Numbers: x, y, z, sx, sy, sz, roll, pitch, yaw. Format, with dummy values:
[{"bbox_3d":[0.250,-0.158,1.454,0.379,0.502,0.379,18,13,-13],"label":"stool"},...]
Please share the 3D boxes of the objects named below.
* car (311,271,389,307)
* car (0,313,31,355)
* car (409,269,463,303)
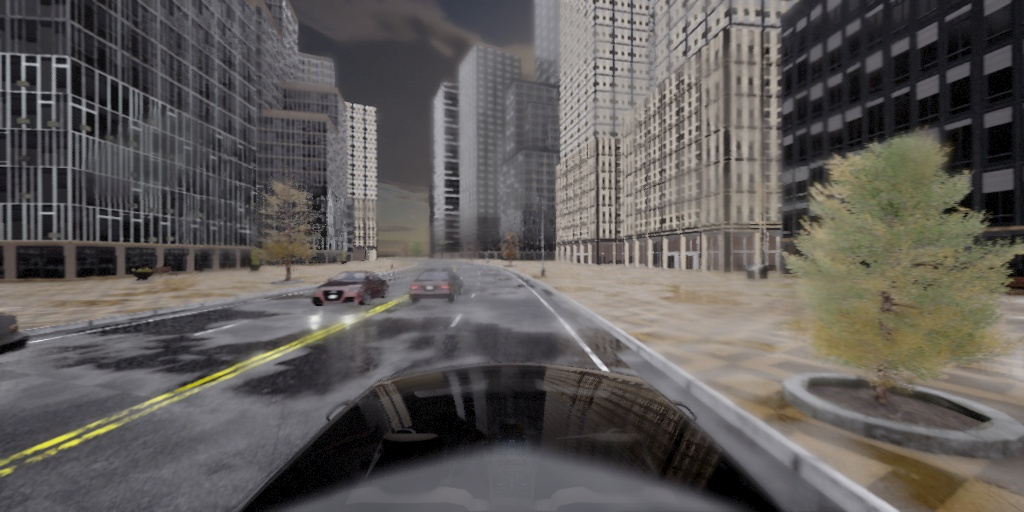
[{"bbox_3d":[-6.861,1.344,15.621,1.994,1.385,4.181,0,0,-2],"label":"car"},{"bbox_3d":[-9.863,1.344,4.169,2.033,1.411,5.357,0,0,0],"label":"car"},{"bbox_3d":[-3.400,1.311,16.767,2.033,1.411,5.357,0,0,-3],"label":"car"}]
